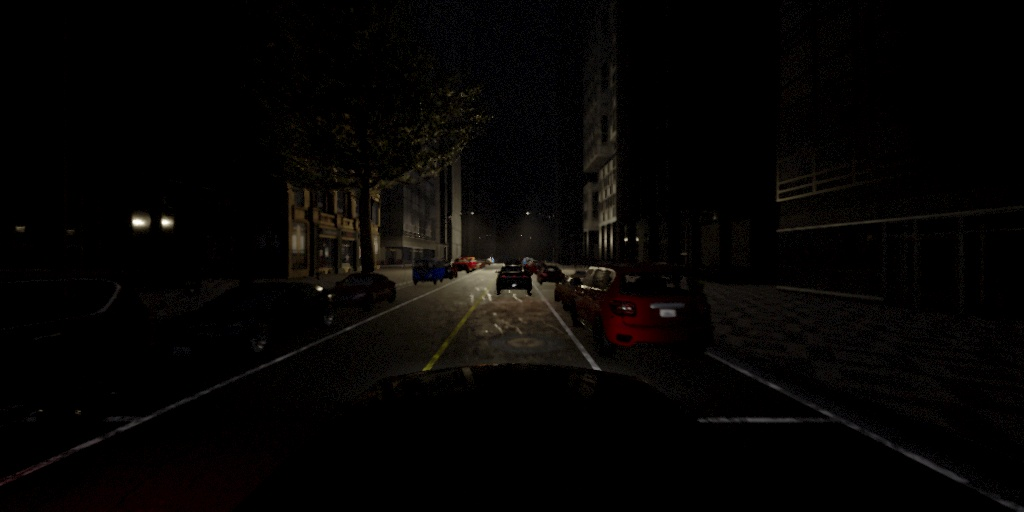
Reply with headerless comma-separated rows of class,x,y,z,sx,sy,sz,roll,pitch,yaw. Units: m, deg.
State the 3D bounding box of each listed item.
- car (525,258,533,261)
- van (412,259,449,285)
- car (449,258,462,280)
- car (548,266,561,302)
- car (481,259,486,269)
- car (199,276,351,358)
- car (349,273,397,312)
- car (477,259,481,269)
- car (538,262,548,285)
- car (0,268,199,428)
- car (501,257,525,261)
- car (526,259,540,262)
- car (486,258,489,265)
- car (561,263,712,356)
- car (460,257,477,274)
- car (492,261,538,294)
car,2.683,1.230,42.358,1.967,1.591,4.097,0,0,0
van,-5.849,1.103,25.457,1.690,1.789,3.998,0,0,0
car,-5.847,1.212,31.096,1.967,1.591,4.097,0,0,0
car,2.673,1.273,14.335,1.751,1.417,4.829,0,0,0
car,-5.836,1.268,59.293,1.967,1.591,4.097,0,0,0
car,-5.855,1.314,8.541,1.948,1.339,4.313,0,0,0
car,-5.853,1.330,14.179,1.802,1.307,4.207,0,0,0
car,-5.840,1.116,48.014,2.192,1.841,5.009,0,0,0
car,2.677,1.344,25.441,1.802,1.307,4.207,0,0,0
car,-5.858,1.065,2.901,2.192,1.841,5.009,0,0,0
car,0.115,1.143,42.366,2.097,1.767,4.553,0,0,0
car,2.681,1.326,36.720,1.888,1.381,4.507,0,0,0
car,-5.834,1.285,64.932,1.967,1.591,4.097,0,0,0
car,2.670,1.062,8.528,2.192,1.841,5.009,0,0,0
car,-5.842,1.106,42.376,2.192,1.841,5.009,0,0,0
car,0.106,1.244,20.153,2.128,1.511,4.902,0,0,0
